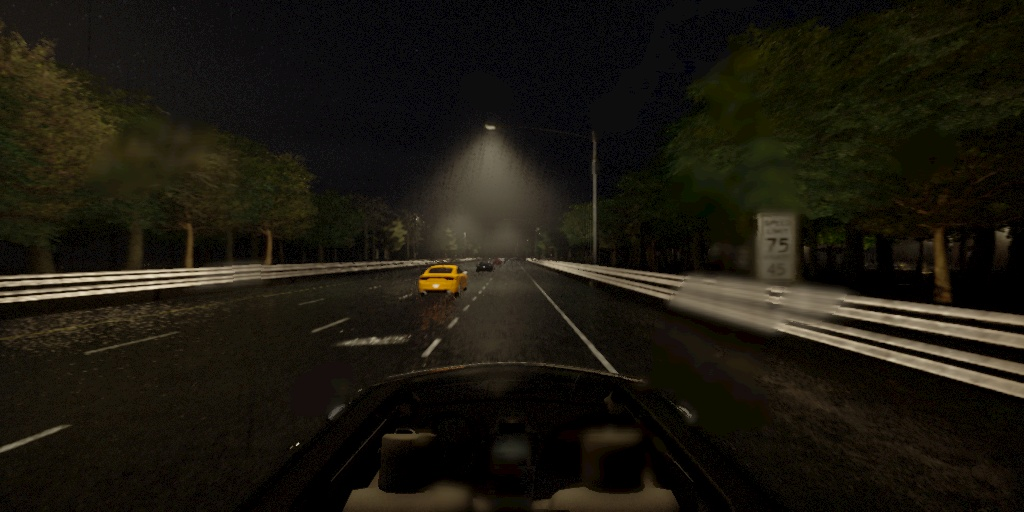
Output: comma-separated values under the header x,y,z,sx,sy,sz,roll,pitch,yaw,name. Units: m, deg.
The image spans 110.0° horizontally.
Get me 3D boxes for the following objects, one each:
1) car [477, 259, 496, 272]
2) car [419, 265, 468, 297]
x,y,z,sx,sy,sz,roll,pitch,yaw,name
-3.511,1.342,47.023,1.994,1.385,4.181,0,0,0,car
-3.512,1.233,19.054,1.882,1.535,5.008,0,0,0,car
